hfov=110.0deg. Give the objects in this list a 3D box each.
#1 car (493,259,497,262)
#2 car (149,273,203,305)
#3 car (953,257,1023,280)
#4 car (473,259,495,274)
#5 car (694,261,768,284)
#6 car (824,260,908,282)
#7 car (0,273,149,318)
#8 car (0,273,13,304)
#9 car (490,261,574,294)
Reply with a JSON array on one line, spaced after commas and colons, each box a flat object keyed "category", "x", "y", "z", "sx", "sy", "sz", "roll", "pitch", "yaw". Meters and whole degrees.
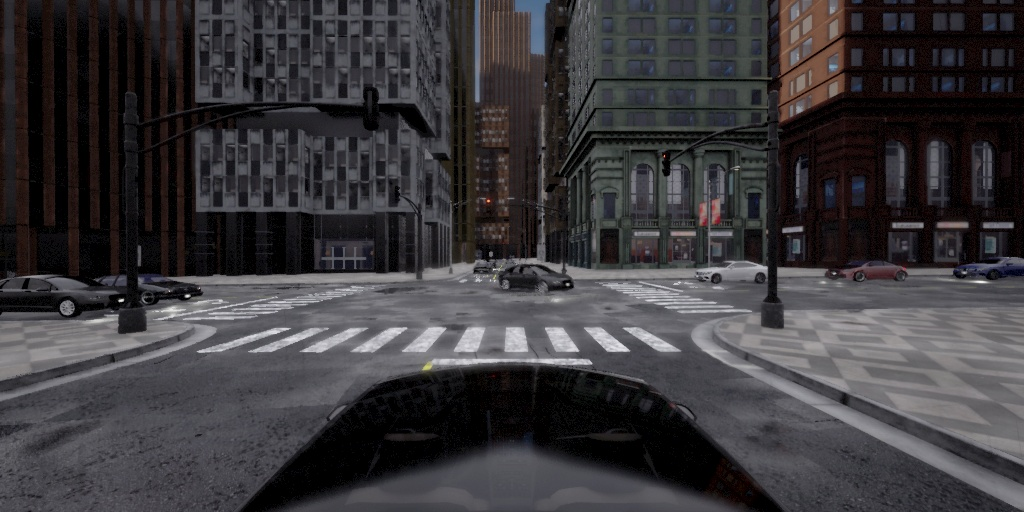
[{"category": "car", "x": -3.421, "y": 1.203, "z": 57.491, "sx": 1.837, "sy": 1.490, "sz": 4.892, "roll": 0, "pitch": 0, "yaw": 0}, {"category": "car", "x": -17.867, "y": 1.524, "z": 17.046, "sx": 5.357, "sy": 1.411, "sz": 2.033, "roll": -1, "pitch": 0, "yaw": 5}, {"category": "car", "x": 32.375, "y": 0.811, "z": 23.836, "sx": 4.674, "sy": 1.442, "sz": 1.812, "roll": -1, "pitch": 0, "yaw": -1}, {"category": "car", "x": -3.280, "y": 1.327, "z": 40.068, "sx": 1.895, "sy": 1.301, "sz": 4.718, "roll": 0, "pitch": 0, "yaw": -1}, {"category": "car", "x": 14.594, "y": 1.037, "z": 23.787, "sx": 4.674, "sy": 1.442, "sz": 1.812, "roll": -1, "pitch": 0, "yaw": -1}, {"category": "car", "x": 23.416, "y": 0.962, "z": 23.812, "sx": 4.181, "sy": 1.385, "sz": 1.994, "roll": -1, "pitch": 0, "yaw": 0}, {"category": "car", "x": -17.423, "y": 1.492, "z": 13.740, "sx": 4.892, "sy": 1.490, "sz": 1.837, "roll": -1, "pitch": 0, "yaw": 0}, {"category": "car", "x": -27.353, "y": 1.610, "z": 16.963, "sx": 4.892, "sy": 1.490, "sz": 1.837, "roll": -1, "pitch": 0, "yaw": 0}, {"category": "car", "x": 1.209, "y": 1.247, "z": 20.285, "sx": 1.837, "sy": 1.490, "sz": 4.892, "roll": -3, "pitch": 2, "yaw": -43}]
